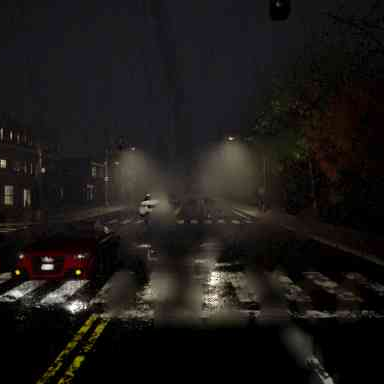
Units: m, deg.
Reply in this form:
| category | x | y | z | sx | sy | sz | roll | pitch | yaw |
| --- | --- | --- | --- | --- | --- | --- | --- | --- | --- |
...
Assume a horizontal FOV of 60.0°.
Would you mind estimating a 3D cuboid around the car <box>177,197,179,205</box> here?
| category | x | y | z | sx | sy | sz | roll | pitch | yaw |
| --- | --- | --- | --- | --- | --- | --- | --- | --- | --- |
| car | -3.456 | 1.331 | 58.805 | 2.097 | 1.767 | 4.553 | 0 | 0 | 0 |

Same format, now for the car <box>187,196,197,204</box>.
| category | x | y | z | sx | sy | sz | roll | pitch | yaw |
| --- | --- | --- | --- | --- | --- | --- | --- | --- | --- |
| car | -0.050 | 1.576 | 64.475 | 1.895 | 1.301 | 4.718 | 0 | 0 | 0 |

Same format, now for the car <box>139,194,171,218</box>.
| category | x | y | z | sx | sy | sz | roll | pitch | yaw |
| --- | --- | --- | --- | --- | --- | --- | --- | --- | --- |
| car | -3.421 | 1.212 | 30.684 | 2.150 | 2.045 | 5.566 | 0 | 0 | 0 |

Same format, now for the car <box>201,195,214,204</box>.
| category | x | y | z | sx | sy | sz | roll | pitch | yaw |
| --- | --- | --- | --- | --- | --- | --- | --- | --- | --- |
| car | 3.205 | 1.576 | 63.231 | 1.895 | 1.301 | 4.718 | 0 | 0 | 0 |

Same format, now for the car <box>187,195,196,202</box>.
| category | x | y | z | sx | sy | sz | roll | pitch | yaw |
| --- | --- | --- | --- | --- | --- | --- | --- | --- | --- |
| car | -0.160 | 1.510 | 74.673 | 2.033 | 1.411 | 5.357 | 0 | 0 | 0 |

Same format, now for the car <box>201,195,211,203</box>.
| category | x | y | z | sx | sy | sz | roll | pitch | yaw |
| --- | --- | --- | --- | --- | --- | --- | --- | --- | --- |
| car | 3.080 | 1.494 | 73.237 | 2.128 | 1.511 | 4.902 | 0 | 0 | 0 |

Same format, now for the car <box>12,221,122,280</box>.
| category | x | y | z | sx | sy | sz | roll | pitch | yaw |
| --- | --- | --- | --- | --- | --- | --- | --- | --- | --- |
| car | -3.373 | 1.562 | 9.750 | 1.994 | 1.385 | 4.181 | 0 | 0 | 0 |

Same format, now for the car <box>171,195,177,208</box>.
| category | x | y | z | sx | sy | sz | roll | pitch | yaw |
| --- | --- | --- | --- | --- | --- | --- | --- | --- | --- |
| car | -3.451 | 1.490 | 47.025 | 1.837 | 1.490 | 4.892 | 0 | -1 | 0 |
